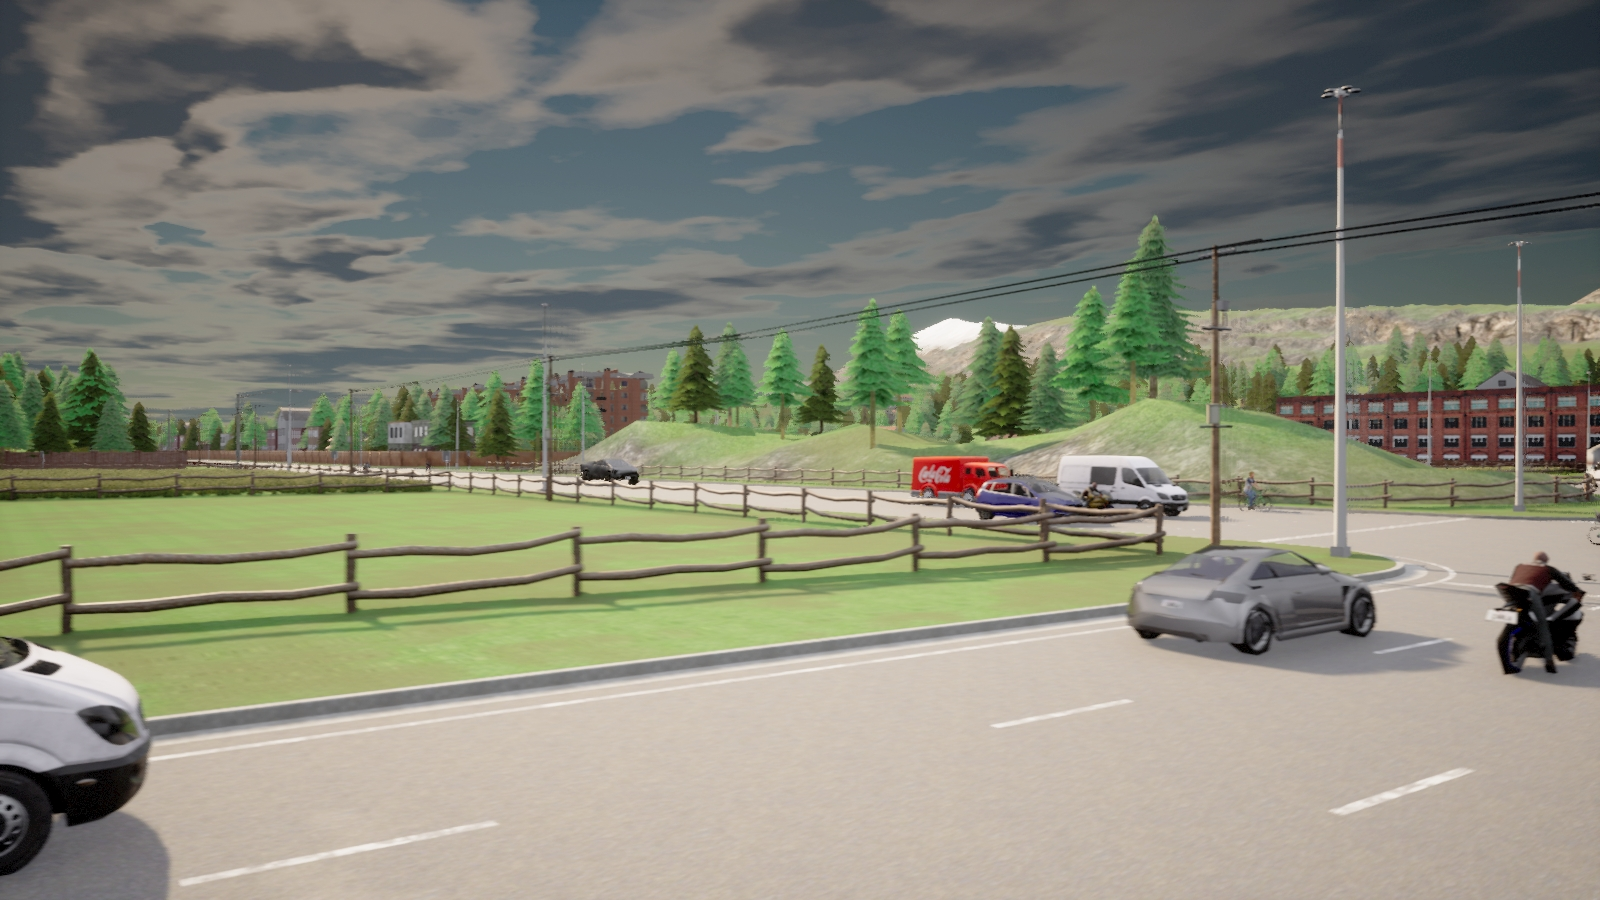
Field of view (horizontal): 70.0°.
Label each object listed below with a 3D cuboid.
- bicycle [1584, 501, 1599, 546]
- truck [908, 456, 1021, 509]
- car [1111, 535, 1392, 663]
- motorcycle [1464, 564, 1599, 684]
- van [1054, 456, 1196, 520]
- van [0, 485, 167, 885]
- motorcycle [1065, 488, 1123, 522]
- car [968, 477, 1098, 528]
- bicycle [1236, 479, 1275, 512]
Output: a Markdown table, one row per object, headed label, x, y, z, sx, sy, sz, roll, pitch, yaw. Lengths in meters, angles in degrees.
| label | x | y | z | sx | sy | sz | roll | pitch | yaw |
| --- | --- | --- | --- | --- | --- | --- | --- | --- | --- |
| bicycle | 23.908 | 2.158 | 33.393 | 1.487 | 1.276 | 0.859 | 0 | -1 | 24 |
| truck | 8.117 | 1.567 | 56.888 | 2.627 | 2.467 | 5.204 | 0 | 0 | -37 |
| car | 6.829 | 2.119 | 17.134 | 4.181 | 1.385 | 1.994 | 0 | 0 | -36 |
| motorcycle | 9.585 | 2.205 | 14.817 | 2.209 | 1.251 | 0.867 | 0 | 0 | -36 |
| van | 13.859 | 1.535 | 49.129 | 1.988 | 2.561 | 5.915 | 0 | 0 | -36 |
| van | -7.449 | 1.530 | 7.129 | 5.915 | 2.561 | 1.988 | 1 | -1 | -35 |
| motorcycle | 11.817 | 2.206 | 45.980 | 0.867 | 1.251 | 2.209 | 0 | 0 | -36 |
| car | 8.917 | 1.961 | 44.020 | 2.242 | 1.667 | 4.611 | 0 | 1 | -35 |
| bicycle | 20.614 | 2.055 | 51.733 | 0.373 | 1.496 | 1.643 | 0 | -2 | -36 |
